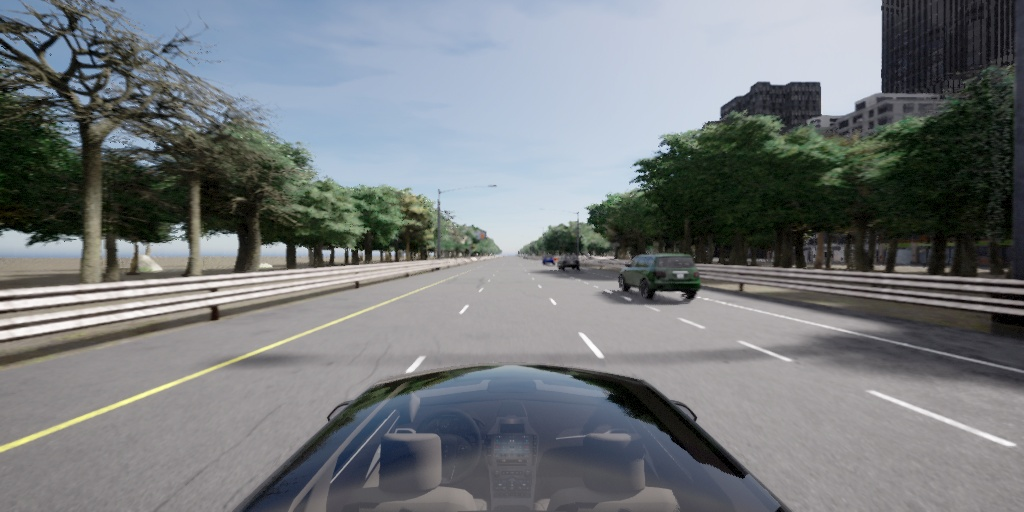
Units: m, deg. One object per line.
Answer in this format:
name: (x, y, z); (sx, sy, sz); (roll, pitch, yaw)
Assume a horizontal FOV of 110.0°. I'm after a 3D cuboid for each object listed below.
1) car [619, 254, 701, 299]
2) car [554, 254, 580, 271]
car: (7.000, 0.916, 17.590); (2.150, 2.045, 5.566); (0, 0, 0)
car: (6.996, 0.810, 44.608); (2.150, 2.045, 5.566); (0, 0, 0)
